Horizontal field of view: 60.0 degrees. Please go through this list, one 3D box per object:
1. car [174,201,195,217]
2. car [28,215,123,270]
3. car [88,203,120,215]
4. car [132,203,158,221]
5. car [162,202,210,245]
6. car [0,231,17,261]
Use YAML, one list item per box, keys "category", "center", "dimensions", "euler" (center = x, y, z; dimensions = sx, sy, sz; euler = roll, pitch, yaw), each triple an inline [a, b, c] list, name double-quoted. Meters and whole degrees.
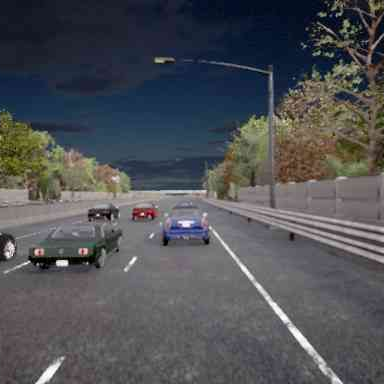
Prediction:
- category: "car"
  center: [-0.780, 1.745, 34.755]
  dimensions: [2.033, 1.411, 5.357]
  euler: [-1, 0, -1]
- category: "car"
  center: [-3.650, 1.697, 11.438]
  dimensions: [1.895, 1.301, 4.718]
  euler: [-1, 0, -2]
- category: "car"
  center: [-7.621, 1.715, 29.156]
  dimensions: [1.882, 1.535, 5.008]
  euler: [-1, 0, -2]
- category: "car"
  center: [-4.138, 1.681, 29.825]
  dimensions: [1.882, 1.535, 5.008]
  euler: [-1, 0, -2]
- category: "car"
  center: [-0.296, 1.436, 16.324]
  dimensions: [2.097, 1.767, 4.553]
  euler: [-1, 0, -1]
- category: "car"
  center: [-7.115, 1.632, 9.907]
  dimensions: [1.837, 1.490, 4.892]
  euler: [-1, 0, -2]
